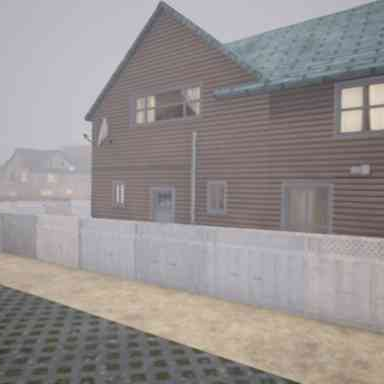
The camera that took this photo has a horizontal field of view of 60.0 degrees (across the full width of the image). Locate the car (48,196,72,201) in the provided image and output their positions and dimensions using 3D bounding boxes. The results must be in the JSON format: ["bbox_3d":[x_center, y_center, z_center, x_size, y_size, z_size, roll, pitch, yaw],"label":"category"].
[{"bbox_3d":[-15.462,1.368,37.564,2.097,1.767,4.553,2,1,37],"label":"car"}]
